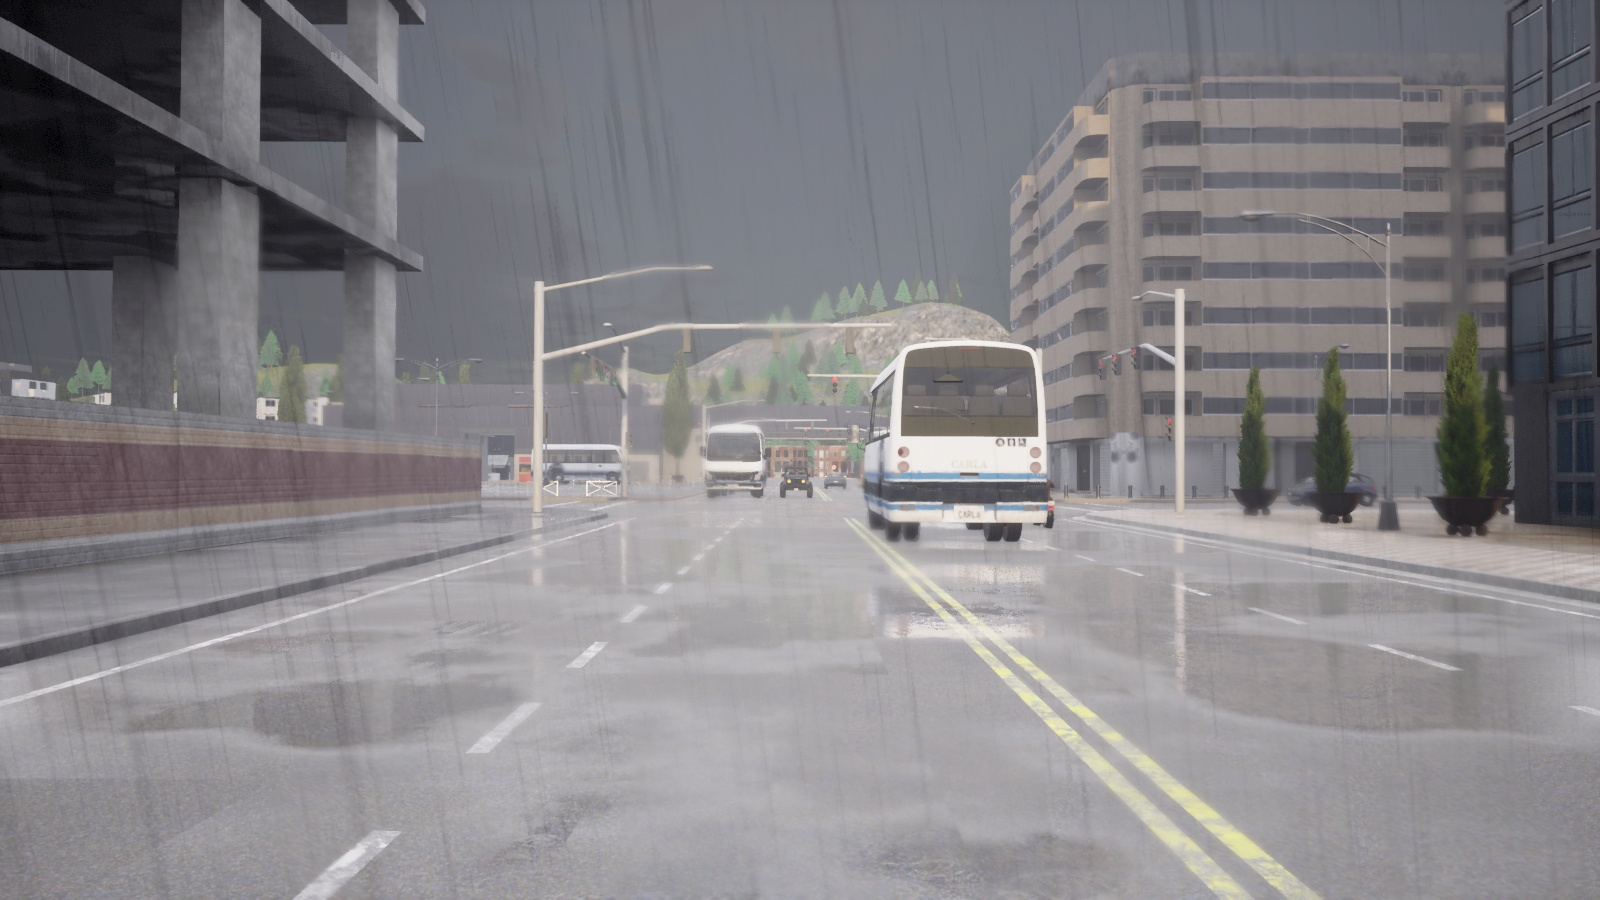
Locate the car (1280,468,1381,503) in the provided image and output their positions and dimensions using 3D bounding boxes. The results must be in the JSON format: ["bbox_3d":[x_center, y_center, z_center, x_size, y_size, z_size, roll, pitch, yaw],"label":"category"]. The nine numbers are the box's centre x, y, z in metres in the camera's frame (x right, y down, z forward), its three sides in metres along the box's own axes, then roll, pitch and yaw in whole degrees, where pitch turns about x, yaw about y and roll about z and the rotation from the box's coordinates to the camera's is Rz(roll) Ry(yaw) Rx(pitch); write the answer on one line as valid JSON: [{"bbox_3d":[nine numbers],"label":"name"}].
[{"bbox_3d":[23.608,1.581,55.986,3.705,1.549,1.789,0,-1,0],"label":"car"}]

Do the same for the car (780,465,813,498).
[{"bbox_3d":[-0.204,1.853,74.108,1.905,1.878,3.866,0,-1,0],"label":"car"}]

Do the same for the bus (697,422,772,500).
[{"bbox_3d":[-3.709,0.698,74.342,3.944,4.253,10.273,0,-1,0],"label":"bus"}]

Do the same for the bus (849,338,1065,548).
[{"bbox_3d":[3.410,-0.060,30.769,3.944,4.253,10.273,0,-1,0],"label":"bus"}]

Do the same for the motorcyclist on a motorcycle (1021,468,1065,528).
[{"bbox_3d":[6.902,1.335,35.739,0.766,1.649,2.350,0,0,0],"label":"motorcyclist on a motorcycle"}]
